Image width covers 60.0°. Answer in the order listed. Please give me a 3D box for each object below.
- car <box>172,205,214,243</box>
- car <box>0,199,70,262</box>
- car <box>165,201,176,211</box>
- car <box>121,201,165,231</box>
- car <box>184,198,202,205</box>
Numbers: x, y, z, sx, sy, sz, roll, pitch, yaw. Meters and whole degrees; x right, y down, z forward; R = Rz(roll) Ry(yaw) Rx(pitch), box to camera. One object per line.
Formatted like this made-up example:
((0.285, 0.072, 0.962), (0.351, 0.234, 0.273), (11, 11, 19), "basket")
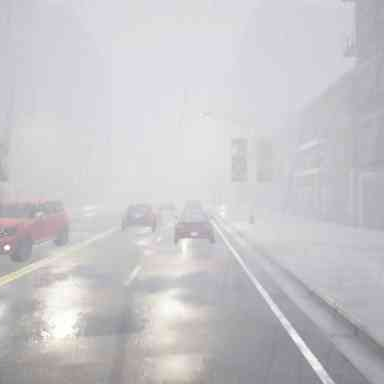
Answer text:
((0.099, 1.607, 16.407), (1.812, 1.442, 4.674), (0, 0, 0), "car")
((-6.543, 1.286, 12.720), (2.150, 2.045, 5.566), (0, 0, 0), "car")
((-3.151, 1.774, 42.528), (1.994, 1.385, 4.181), (0, 0, 0), "car")
((-3.151, 1.457, 21.554), (2.097, 1.767, 4.553), (0, 0, 0), "car")
((0.099, 1.547, 39.354), (2.097, 1.767, 4.553), (0, 0, 0), "car")
